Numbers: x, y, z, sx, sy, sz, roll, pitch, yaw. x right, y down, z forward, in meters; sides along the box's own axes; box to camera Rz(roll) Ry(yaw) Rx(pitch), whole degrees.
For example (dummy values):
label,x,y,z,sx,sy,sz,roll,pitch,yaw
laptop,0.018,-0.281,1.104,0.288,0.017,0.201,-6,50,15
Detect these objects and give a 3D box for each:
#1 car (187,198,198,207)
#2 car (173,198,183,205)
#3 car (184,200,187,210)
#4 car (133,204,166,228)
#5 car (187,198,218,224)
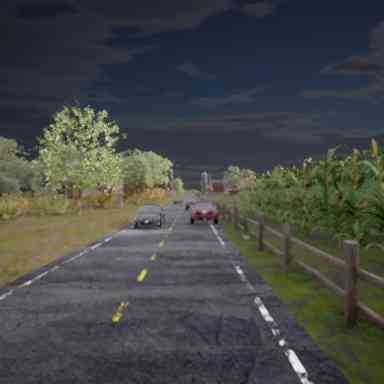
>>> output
label,x,y,z,sx,sy,sz,roll,pitch,yaw
car,0.026,1.747,57.355,1.837,1.490,4.892,0,0,0
car,-2.732,1.807,65.143,2.033,1.411,5.357,0,0,0
car,0.029,1.706,45.527,1.837,1.490,4.892,0,0,0
car,-2.839,1.619,23.101,1.837,1.490,4.892,0,0,0
car,0.911,1.479,26.273,2.097,1.767,4.553,0,0,1
